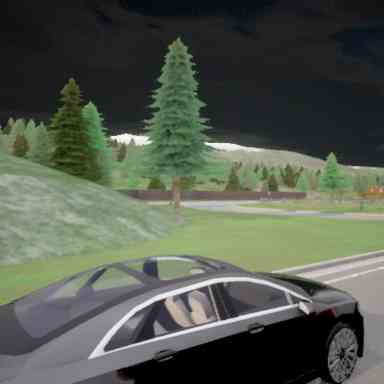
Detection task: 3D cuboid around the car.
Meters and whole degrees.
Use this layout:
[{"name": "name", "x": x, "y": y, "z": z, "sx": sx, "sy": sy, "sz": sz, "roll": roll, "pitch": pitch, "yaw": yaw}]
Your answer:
[{"name": "car", "x": 0.052, "y": 1.508, "z": 3.785, "sx": 4.902, "sy": 1.511, "sz": 2.128, "roll": 0, "pitch": 0, "yaw": -35}]
